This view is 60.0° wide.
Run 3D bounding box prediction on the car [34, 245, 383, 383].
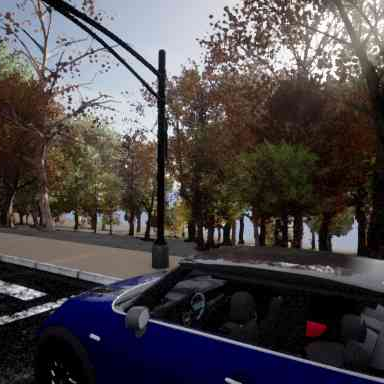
[{"bbox_3d":[0.452,1.352,3.337,4.553,1.767,2.097,0,0,34],"label":"car"}]
